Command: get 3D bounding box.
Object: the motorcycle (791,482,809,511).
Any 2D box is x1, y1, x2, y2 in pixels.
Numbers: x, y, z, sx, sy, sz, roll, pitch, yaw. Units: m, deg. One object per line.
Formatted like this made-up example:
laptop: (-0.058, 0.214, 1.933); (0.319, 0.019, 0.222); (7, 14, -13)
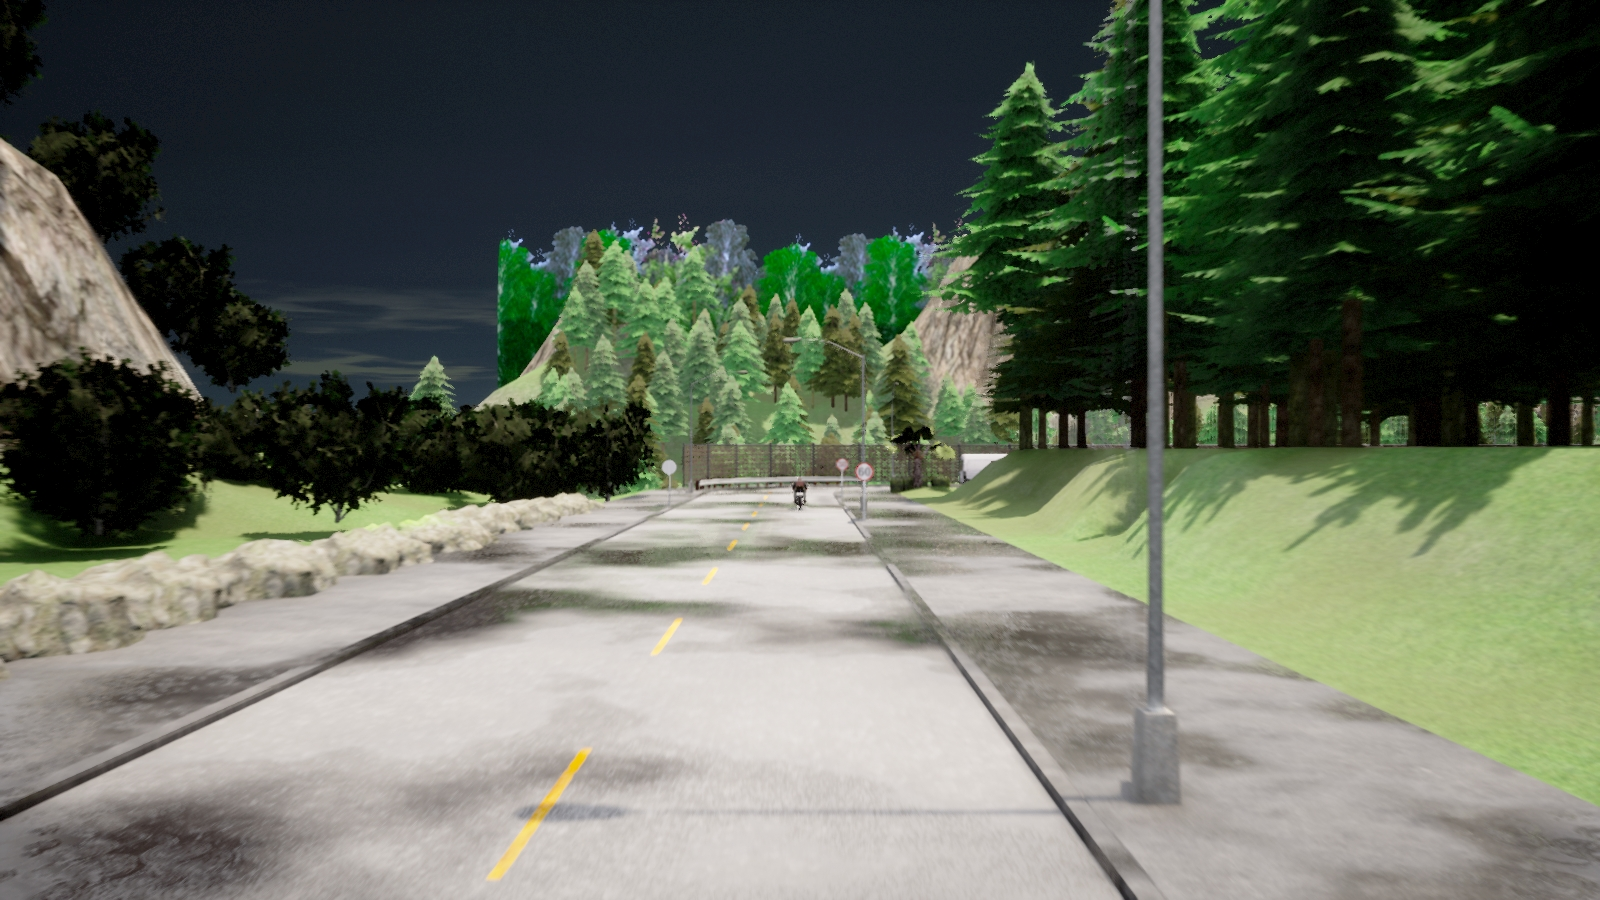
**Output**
motorcycle: (-0.002, 2.205, 54.463); (0.867, 1.251, 2.209); (0, 0, 0)
